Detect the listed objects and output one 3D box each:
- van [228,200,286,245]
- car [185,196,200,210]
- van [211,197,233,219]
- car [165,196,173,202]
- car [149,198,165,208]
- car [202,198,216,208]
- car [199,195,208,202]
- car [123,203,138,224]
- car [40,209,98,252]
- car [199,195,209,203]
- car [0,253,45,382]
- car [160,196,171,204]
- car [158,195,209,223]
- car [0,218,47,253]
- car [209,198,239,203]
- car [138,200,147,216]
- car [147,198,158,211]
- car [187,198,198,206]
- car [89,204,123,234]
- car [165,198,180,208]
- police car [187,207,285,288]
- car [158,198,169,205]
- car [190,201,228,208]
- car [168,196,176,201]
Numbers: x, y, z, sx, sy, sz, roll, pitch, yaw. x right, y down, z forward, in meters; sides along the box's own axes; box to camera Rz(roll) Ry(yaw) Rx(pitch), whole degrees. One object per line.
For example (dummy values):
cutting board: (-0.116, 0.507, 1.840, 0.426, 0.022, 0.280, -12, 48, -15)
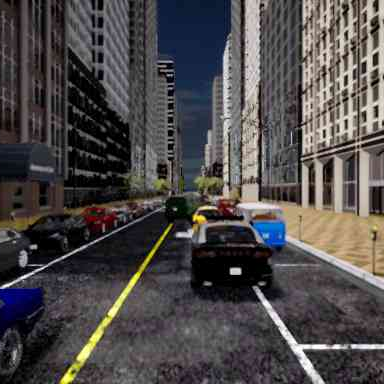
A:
van: (2.696, 1.386, 14.044, 1.690, 1.788, 3.998, -1, 0, 0)
car: (0.071, 1.499, 46.595, 2.097, 1.767, 4.553, 0, 0, 0)
van: (2.717, 1.440, 31.095, 1.690, 1.788, 3.998, -1, 0, 0)
car: (-5.598, 1.781, 82.087, 1.752, 1.417, 4.829, -1, 0, 0)
car: (-5.633, 1.720, 53.839, 2.008, 1.369, 4.403, -1, 0, 0)
car: (2.748, 1.720, 53.828, 2.008, 1.369, 4.403, -1, 0, 0)
car: (2.781, 1.572, 82.248, 2.192, 1.841, 5.009, -1, 0, 0)
car: (-5.669, 1.631, 25.421, 2.008, 1.369, 4.403, -1, 0, 0)
car: (-5.683, 1.610, 14.054, 1.947, 1.339, 4.313, -1, 0, 0)
car: (2.773, 1.555, 76.564, 2.192, 1.841, 5.009, -1, 0, 0)
car: (-3.100, 1.609, 2.681, 1.895, 1.301, 4.718, 0, 0, 0)
car: (-5.613, 1.662, 70.890, 1.967, 1.590, 4.097, -1, 0, 0)
car: (-0.113, 1.302, 25.779, 2.150, 2.045, 5.566, -1, 0, 24)
car: (-5.690, 1.577, 8.370, 2.008, 1.369, 4.403, -1, 0, 0)
car: (2.709, 1.396, 25.411, 2.192, 1.841, 5.009, -1, 0, 0)
car: (-5.661, 1.680, 31.104, 1.802, 1.307, 4.206, -1, 0, 0)
car: (-5.648, 1.685, 42.472, 2.008, 1.369, 4.403, -1, 0, 0)
car: (0.073, 1.754, 60.404, 1.994, 1.385, 4.181, 0, 0, 0)
car: (-5.676, 1.607, 19.737, 1.887, 1.381, 4.507, -1, 0, 0)
car: (-2.953, 1.638, 50.913, 1.882, 1.535, 5.008, 0, 0, 0)
police car: (0.909, 1.456, 9.502, 1.930, 1.638, 5.238, 0, 0, 0)
car: (-5.619, 1.786, 65.206, 1.802, 1.307, 4.206, -1, 0, 0)
car: (0.922, 1.518, 19.581, 1.801, 1.575, 5.366, 0, 0, 0)
car: (-5.584, 1.856, 93.624, 1.947, 1.339, 4.313, -1, 0, 0)
